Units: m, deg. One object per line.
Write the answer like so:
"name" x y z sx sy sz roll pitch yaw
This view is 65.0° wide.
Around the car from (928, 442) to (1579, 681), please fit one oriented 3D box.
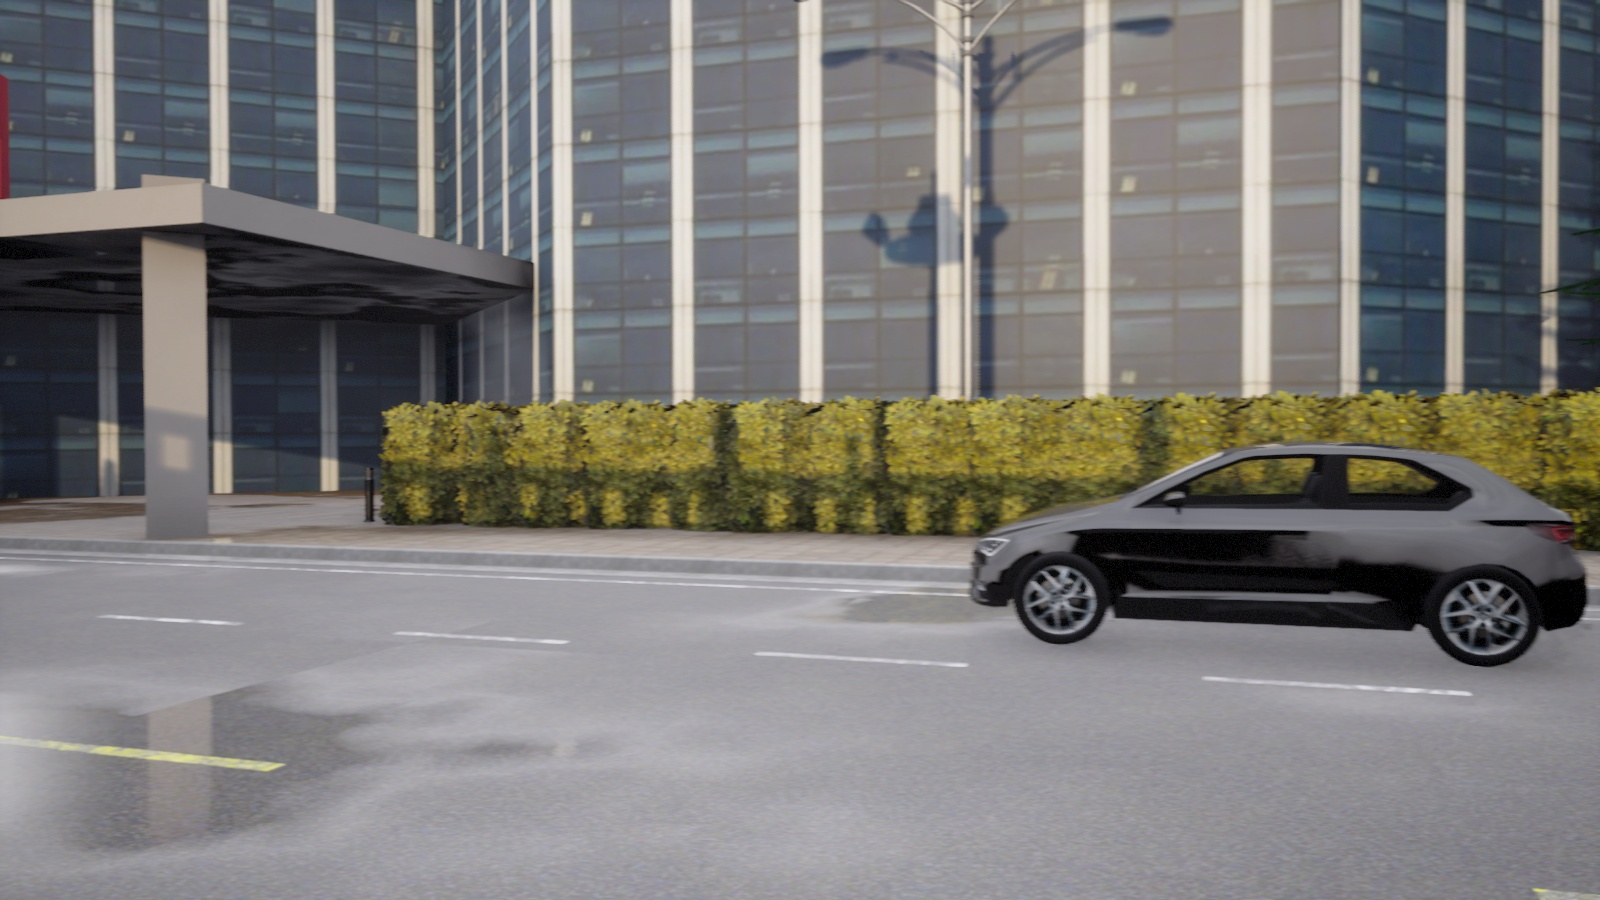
"car" 3.231 0.700 9.486 4.193 1.474 1.816 1 1 19
